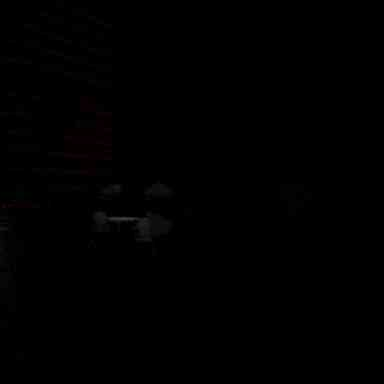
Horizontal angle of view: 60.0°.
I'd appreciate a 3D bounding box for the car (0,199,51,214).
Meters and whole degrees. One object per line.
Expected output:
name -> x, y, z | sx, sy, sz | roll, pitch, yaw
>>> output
car -> -17.195, 1.440, 34.331 | 1.882, 1.535, 5.008 | 0, 0, 42
